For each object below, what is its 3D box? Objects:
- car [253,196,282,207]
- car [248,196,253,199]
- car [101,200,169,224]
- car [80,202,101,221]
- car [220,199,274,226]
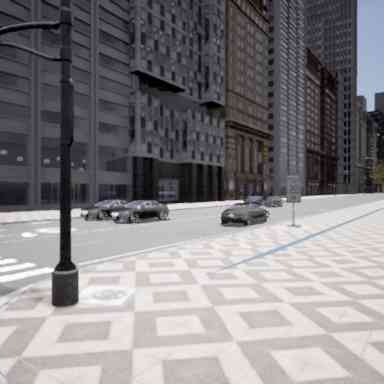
[{"bbox_3d":[10.087,1.234,42.873,1.837,1.490,4.892,0,0,36],"label":"car"},{"bbox_3d":[9.003,1.250,46.882,2.033,1.411,5.357,0,0,36],"label":"car"},{"bbox_3d":[-3.677,1.372,23.865,2.128,1.511,4.902,0,0,36],"label":"car"},{"bbox_3d":[-6.303,1.365,25.780,2.128,1.511,4.902,0,0,36],"label":"car"},{"bbox_3d":[3.662,1.438,22.600,1.994,1.385,4.181,0,0,36],"label":"car"}]
